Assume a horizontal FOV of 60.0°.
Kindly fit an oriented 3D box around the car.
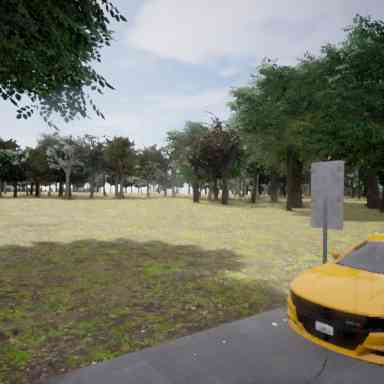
[{"bbox_3d":[3.736,1.483,5.732,5.008,1.535,1.882,0,0,-35],"label":"car"}]
